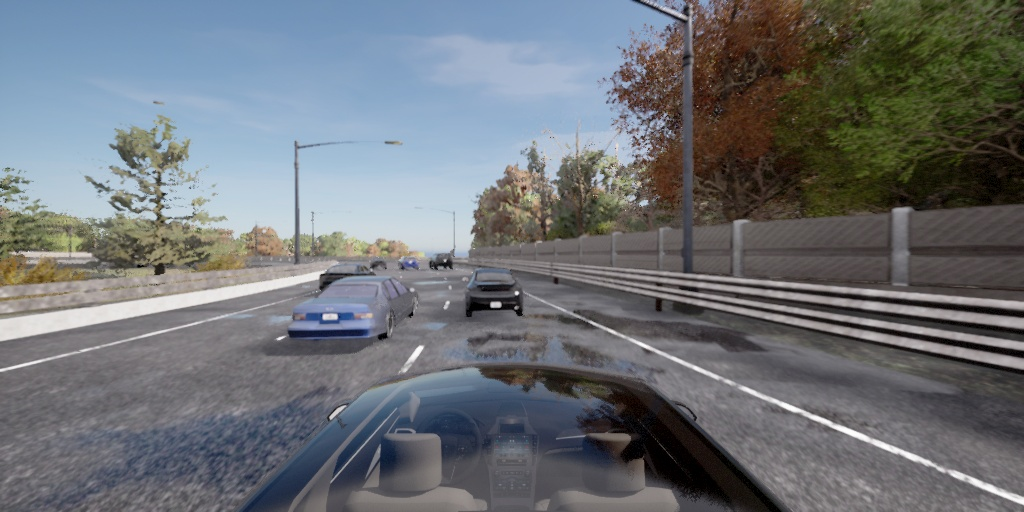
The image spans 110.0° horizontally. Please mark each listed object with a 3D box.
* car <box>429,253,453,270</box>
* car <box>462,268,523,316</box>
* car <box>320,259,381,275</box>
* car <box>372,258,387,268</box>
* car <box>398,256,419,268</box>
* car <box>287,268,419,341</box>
[{"bbox_3d":[-8.925,0.659,44.743,2.150,2.045,5.566,0,0,-22],"label":"car"},{"bbox_3d":[-0.723,1.168,12.941,1.837,1.490,4.892,0,0,-6],"label":"car"},{"bbox_3d":[-8.676,1.115,19.264,1.882,1.535,5.008,0,0,-10],"label":"car"},{"bbox_3d":[-17.481,0.953,46.646,1.837,1.490,4.892,0,0,-25],"label":"car"},{"bbox_3d":[-13.310,0.793,45.934,2.097,1.767,4.553,0,0,-23],"label":"car"},{"bbox_3d":[-3.855,1.246,9.699,2.033,1.411,5.357,0,0,-5],"label":"car"}]
